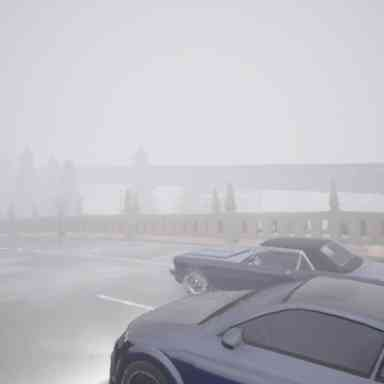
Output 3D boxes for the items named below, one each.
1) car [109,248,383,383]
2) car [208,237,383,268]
[{"bbox_3d":[1.162,1.572,3.163,4.181,1.385,1.994,0,0,35],"label":"car"},{"bbox_3d":[1.828,1.624,6.987,4.718,1.301,1.895,-1,-1,35],"label":"car"}]
